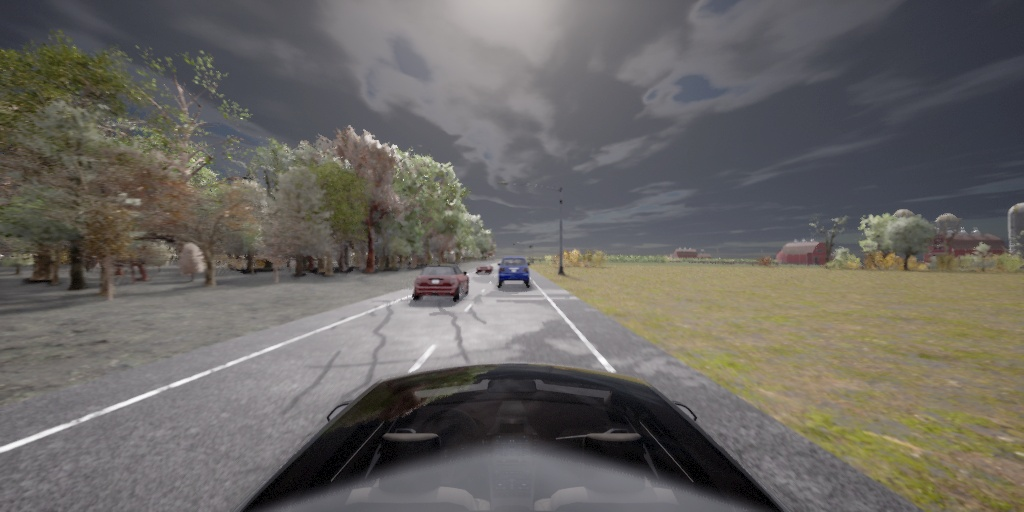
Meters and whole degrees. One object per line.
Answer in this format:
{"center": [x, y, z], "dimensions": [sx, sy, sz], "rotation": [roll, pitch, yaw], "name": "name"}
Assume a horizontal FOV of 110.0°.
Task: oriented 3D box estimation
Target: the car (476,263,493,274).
{"center": [-3.360, 1.527, 45.040], "dimensions": [1.895, 1.301, 4.718], "rotation": [0, 0, 0], "name": "car"}

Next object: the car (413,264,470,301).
{"center": [-3.383, 1.168, 18.004], "dimensions": [2.097, 1.767, 4.553], "rotation": [0, 0, 0], "name": "car"}

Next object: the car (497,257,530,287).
{"center": [0.125, 1.078, 26.050], "dimensions": [2.150, 2.045, 5.566], "rotation": [0, 0, 0], "name": "car"}
